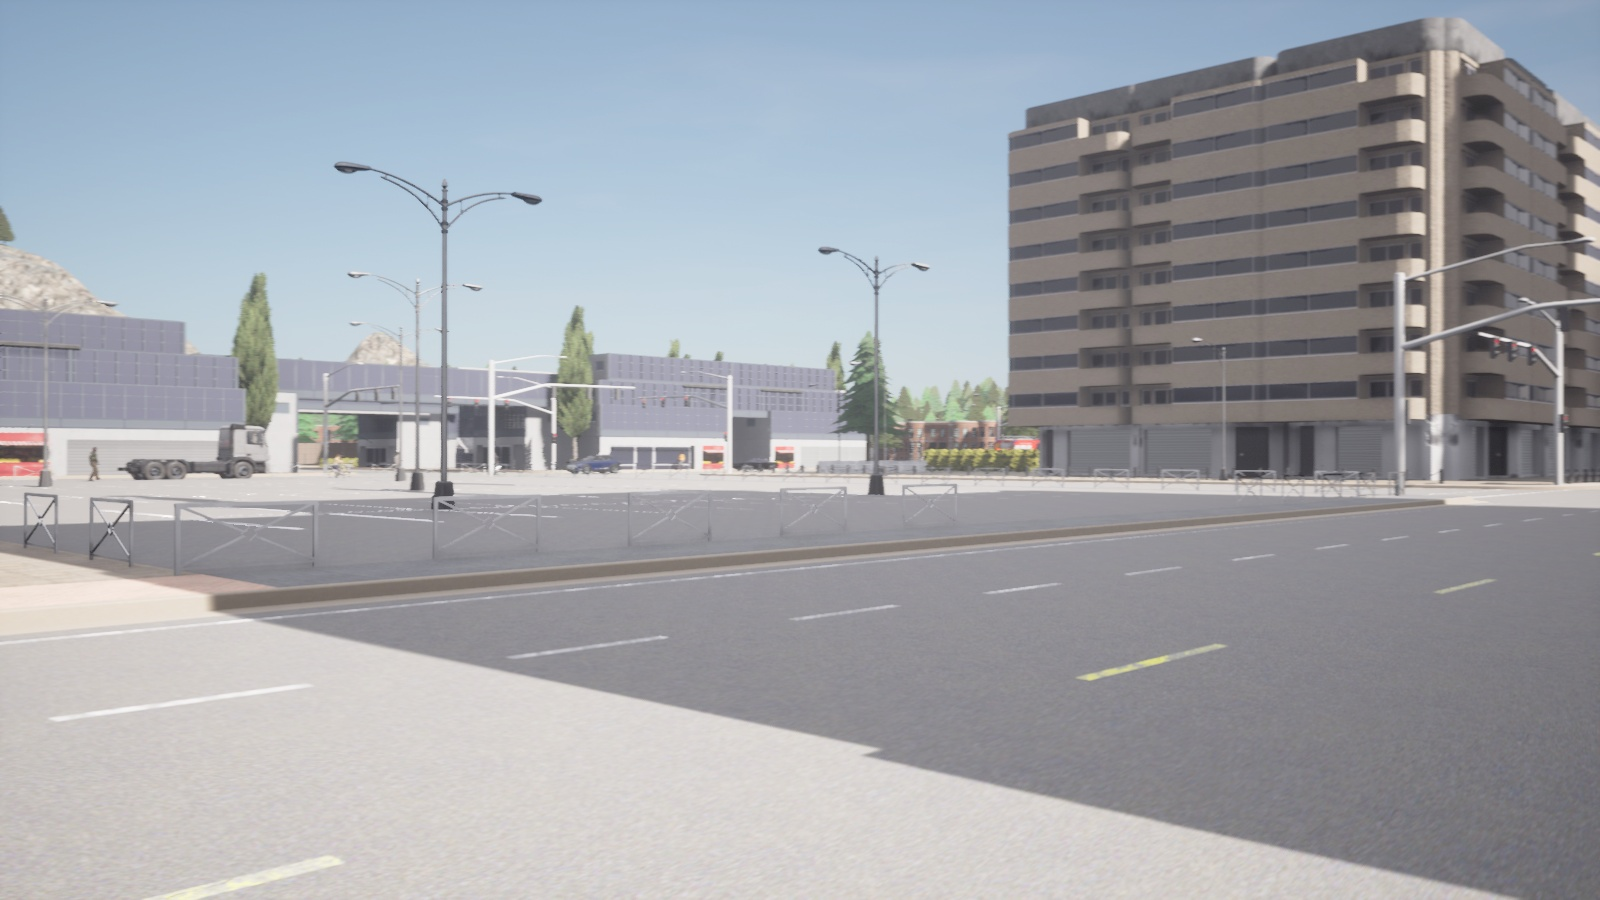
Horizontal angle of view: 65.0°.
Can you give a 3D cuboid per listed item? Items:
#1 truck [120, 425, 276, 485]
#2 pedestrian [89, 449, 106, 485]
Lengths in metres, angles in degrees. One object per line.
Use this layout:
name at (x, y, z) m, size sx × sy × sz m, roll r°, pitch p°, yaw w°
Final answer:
truck at (-36.134, 0.289, 75.582) m, size 7.936 × 3.462 × 2.891 m, roll 0°, pitch 0°, yaw -44°
pedestrian at (-37.273, 0.893, 66.651) m, size 0.692 × 1.930 × 0.395 m, roll 0°, pitch 0°, yaw 7°
